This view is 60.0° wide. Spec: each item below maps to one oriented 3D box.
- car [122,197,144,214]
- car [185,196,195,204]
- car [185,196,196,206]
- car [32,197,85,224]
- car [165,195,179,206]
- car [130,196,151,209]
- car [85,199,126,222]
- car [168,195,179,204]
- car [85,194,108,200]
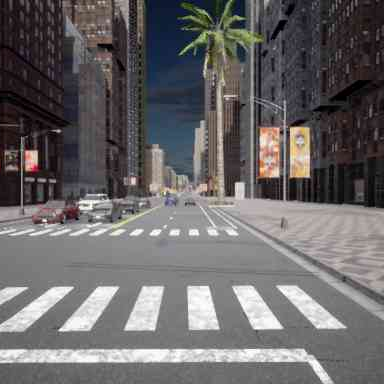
[{"bbox_3d":[-6.802,1.557,35.850,2.033,1.411,5.357,0,0,0],"label":"car"},{"bbox_3d":[-0.382,1.536,66.547,1.882,1.535,5.008,0,0,0],"label":"car"},{"bbox_3d":[-0.322,1.584,56.124,2.033,1.411,5.357,0,0,0],"label":"car"},{"bbox_3d":[-9.987,1.356,24.769,2.097,1.767,4.553,0,0,0],"label":"car"},{"bbox_3d":[-3.574,1.563,56.522,1.812,1.442,4.674,0,0,0],"label":"car"},{"bbox_3d":[-6.852,1.511,46.146,2.128,1.511,4.902,0,0,0],"label":"car"},{"bbox_3d":[-6.742,1.530,26.179,1.812,1.442,4.674,0,0,0],"label":"car"},{"bbox_3d":[-3.631,1.411,66.498,2.097,1.767,4.553,0,0,0],"label":"car"},{"bbox_3d":[-10.043,1.230,34.257,2.150,2.045,5.566,0,0,0],"label":"car"}]
